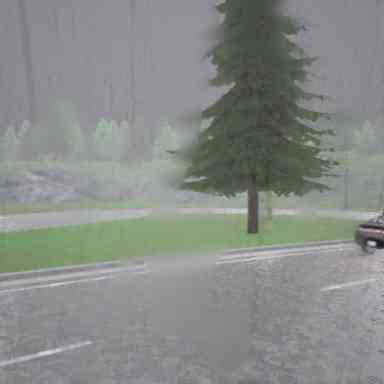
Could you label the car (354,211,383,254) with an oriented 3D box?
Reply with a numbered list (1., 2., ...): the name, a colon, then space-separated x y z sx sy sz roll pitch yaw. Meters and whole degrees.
1. car: 8.100 1.521 12.203 4.902 1.511 2.128 1 0 -29
